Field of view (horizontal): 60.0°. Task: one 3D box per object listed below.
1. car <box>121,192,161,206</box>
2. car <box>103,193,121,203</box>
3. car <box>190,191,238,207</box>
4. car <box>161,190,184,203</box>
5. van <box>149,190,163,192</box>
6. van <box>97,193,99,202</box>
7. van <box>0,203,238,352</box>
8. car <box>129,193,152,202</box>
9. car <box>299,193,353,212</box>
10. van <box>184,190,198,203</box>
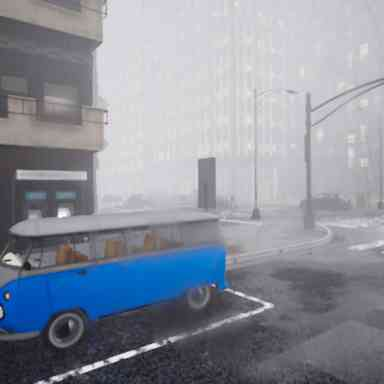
[{"bbox_3d":[-5.653,0.934,36.629,2.008,1.369,4.403,-1,0,-35],"label":"car"},{"bbox_3d":[-11.806,0.902,49.878,1.994,1.385,4.181,-1,0,-35],"label":"car"},{"bbox_3d":[2.154,0.896,30.102,1.812,1.442,4.674,-1,1,-35],"label":"car"},{"bbox_3d":[-2.087,0.840,46.085,2.008,1.369,4.403,-1,0,-35],"label":"car"},{"bbox_3d":[-5.357,0.624,50.690,1.690,1.788,3.998,-1,0,-35],"label":"van"},{"bbox_3d":[-15.461,0.703,50.447,1.690,1.788,3.998,-1,0,-35],"label":"van"},{"bbox_3d":[-1.246,1.274,5.816,3.998,1.788,1.690,-2,2,-35],"label":"van"},{"bbox_3d":[-8.625,0.842,55.298,1.947,1.339,4.313,-1,0,-35],"label":"car"},{"bbox_3d":[10.988,0.762,27.658,1.967,1.590,4.097,-1,0,-35],"label":"car"},{"bbox_3d":[1.180,0.638,41.477,1.690,1.788,3.998,-1,0,-35],"label":"van"}]
